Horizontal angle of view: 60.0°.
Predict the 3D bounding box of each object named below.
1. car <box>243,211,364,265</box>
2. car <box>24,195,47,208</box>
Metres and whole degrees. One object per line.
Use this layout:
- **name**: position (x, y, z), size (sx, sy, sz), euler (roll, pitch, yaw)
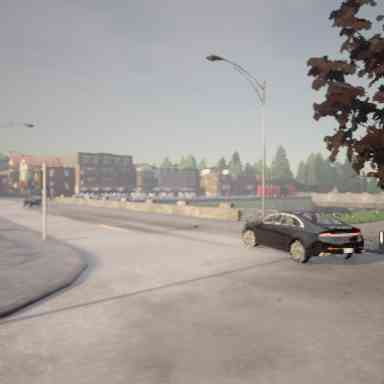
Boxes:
- **car**: position (3.521, 1.391, 11.517), size (2.128, 1.511, 4.902), euler (0, 0, -20)
- **car**: position (-19.282, 1.117, 40.908), size (1.812, 1.442, 4.674), euler (0, 1, -38)
